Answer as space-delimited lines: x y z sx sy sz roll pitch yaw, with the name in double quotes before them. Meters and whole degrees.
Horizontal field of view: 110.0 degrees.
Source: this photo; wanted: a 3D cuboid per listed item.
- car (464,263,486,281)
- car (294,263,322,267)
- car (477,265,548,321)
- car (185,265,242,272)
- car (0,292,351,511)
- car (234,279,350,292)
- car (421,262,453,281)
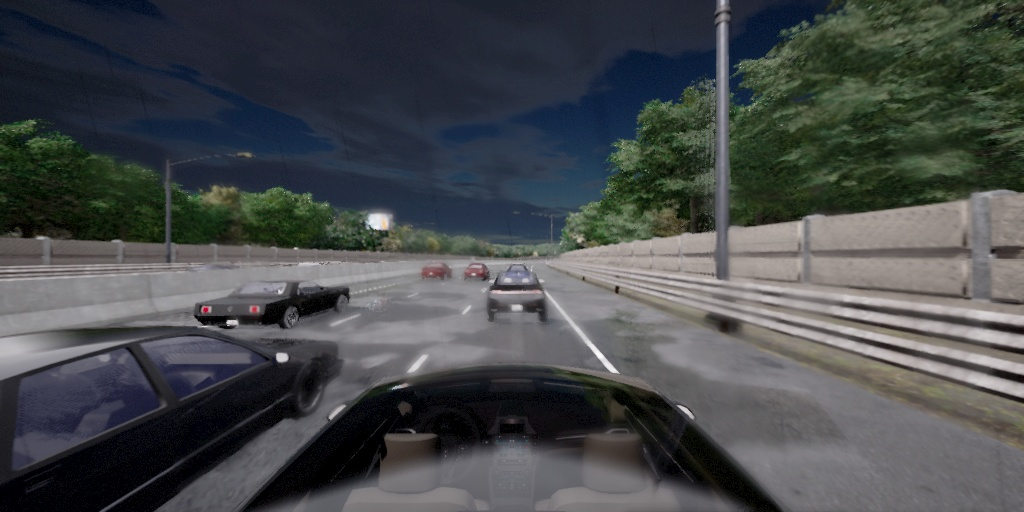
"car" -2.998 1.341 31.205 1.812 1.442 4.674 0 0 1
"car" -17.198 1.320 29.961 1.812 1.442 4.674 0 0 2
"car" 0.170 1.251 12.502 2.128 1.511 4.902 0 0 1
"car" -20.841 1.336 24.586 1.994 1.385 4.181 0 0 1
"car" -3.392 1.296 2.822 2.033 1.411 5.357 0 0 0
"car" -6.847 1.353 11.048 1.895 1.301 4.718 0 0 0
"car" -6.492 1.290 31.477 1.882 1.535 5.008 0 0 1
